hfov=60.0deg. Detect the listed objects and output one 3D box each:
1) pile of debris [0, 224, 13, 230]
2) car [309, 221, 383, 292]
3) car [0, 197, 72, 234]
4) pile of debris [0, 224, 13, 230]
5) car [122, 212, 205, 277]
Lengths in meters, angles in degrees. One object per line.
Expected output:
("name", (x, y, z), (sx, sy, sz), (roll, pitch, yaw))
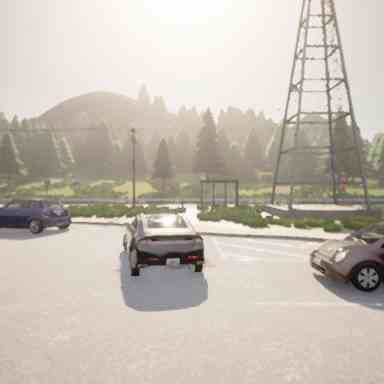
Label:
("pile of debris", (-10.879, 1.890, 17.776), (1.860, 0.140, 1.500), (0, 1, 0))
("car", (4.899, 1.393, 7.866), (3.905, 1.438, 1.784), (0, 1, 0))
("car", (-8.582, 1.076, 17.191), (4.553, 1.767, 2.097), (0, 1, 20))
("pile of debris", (-10.879, 1.890, 17.776), (1.860, 0.140, 1.500), (0, 1, 0))
("car", (-0.975, 1.334, 9.846), (2.128, 1.511, 4.902), (0, 0, -13))
